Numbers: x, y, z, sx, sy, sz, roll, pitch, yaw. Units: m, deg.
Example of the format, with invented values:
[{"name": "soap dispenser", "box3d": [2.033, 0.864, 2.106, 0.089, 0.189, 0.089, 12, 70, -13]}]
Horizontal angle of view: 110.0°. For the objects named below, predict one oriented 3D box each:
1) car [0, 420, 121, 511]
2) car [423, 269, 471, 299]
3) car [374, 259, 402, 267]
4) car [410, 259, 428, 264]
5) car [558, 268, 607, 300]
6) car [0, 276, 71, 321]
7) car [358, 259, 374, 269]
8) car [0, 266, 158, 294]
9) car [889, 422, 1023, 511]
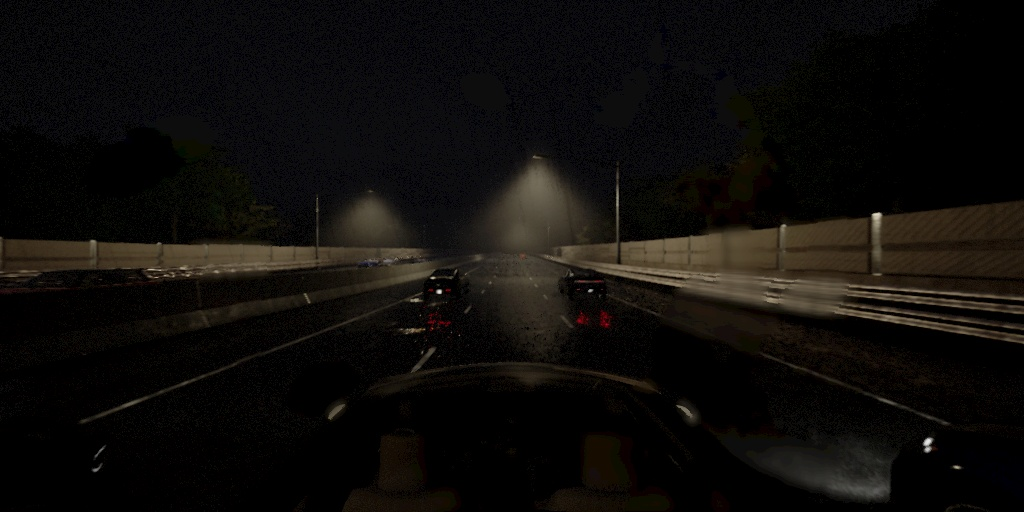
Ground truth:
[{"name": "car", "box3d": [-3.401, 1.209, 0.145, 1.882, 1.535, 5.008, 0, -1, 0]}, {"name": "car", "box3d": [-3.397, 1.406, 19.195, 1.837, 1.490, 4.892, 0, 0, 0]}, {"name": "car", "box3d": [-17.569, 1.147, 51.894, 2.033, 1.411, 5.357, 0, 1, 0]}, {"name": "car", "box3d": [-14.053, 1.153, 54.642, 1.895, 1.301, 4.718, 0, 1, 0]}, {"name": "car", "box3d": [3.602, 1.391, 18.867, 2.128, 1.511, 4.902, 0, 0, 0]}, {"name": "car", "box3d": [-17.600, 1.418, 11.407, 1.994, 1.385, 4.181, 0, 0, 0]}, {"name": "car", "box3d": [-21.054, 1.178, 53.162, 1.895, 1.301, 4.718, 0, 1, 0]}, {"name": "car", "box3d": [-14.099, 1.207, 11.489, 2.097, 1.767, 4.553, 0, 0, 0]}, {"name": "car", "box3d": [3.600, 1.302, 0.702, 1.994, 1.385, 4.181, 0, -1, 0]}]
